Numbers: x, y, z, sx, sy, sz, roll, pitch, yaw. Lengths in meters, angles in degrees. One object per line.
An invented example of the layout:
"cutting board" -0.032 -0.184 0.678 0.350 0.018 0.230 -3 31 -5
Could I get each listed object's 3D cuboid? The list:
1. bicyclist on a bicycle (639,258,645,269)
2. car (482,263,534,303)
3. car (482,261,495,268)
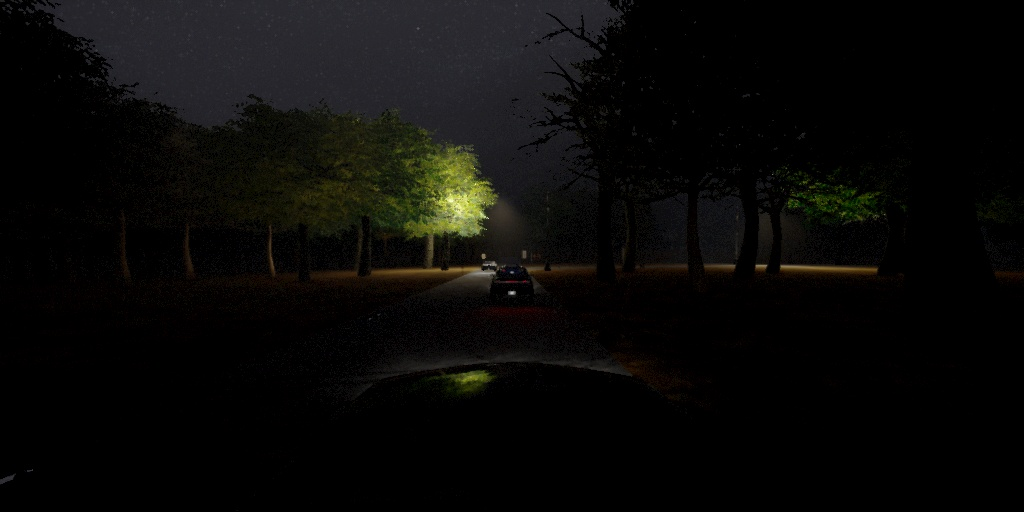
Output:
"bicyclist on a bicycle" 18.546 1.015 51.361 0.582 1.620 1.656 -1 0 0
"car" 0.000 1.243 16.540 2.128 1.511 4.902 0 0 0
"car" -3.000 1.372 48.021 1.895 1.301 4.718 0 0 0
